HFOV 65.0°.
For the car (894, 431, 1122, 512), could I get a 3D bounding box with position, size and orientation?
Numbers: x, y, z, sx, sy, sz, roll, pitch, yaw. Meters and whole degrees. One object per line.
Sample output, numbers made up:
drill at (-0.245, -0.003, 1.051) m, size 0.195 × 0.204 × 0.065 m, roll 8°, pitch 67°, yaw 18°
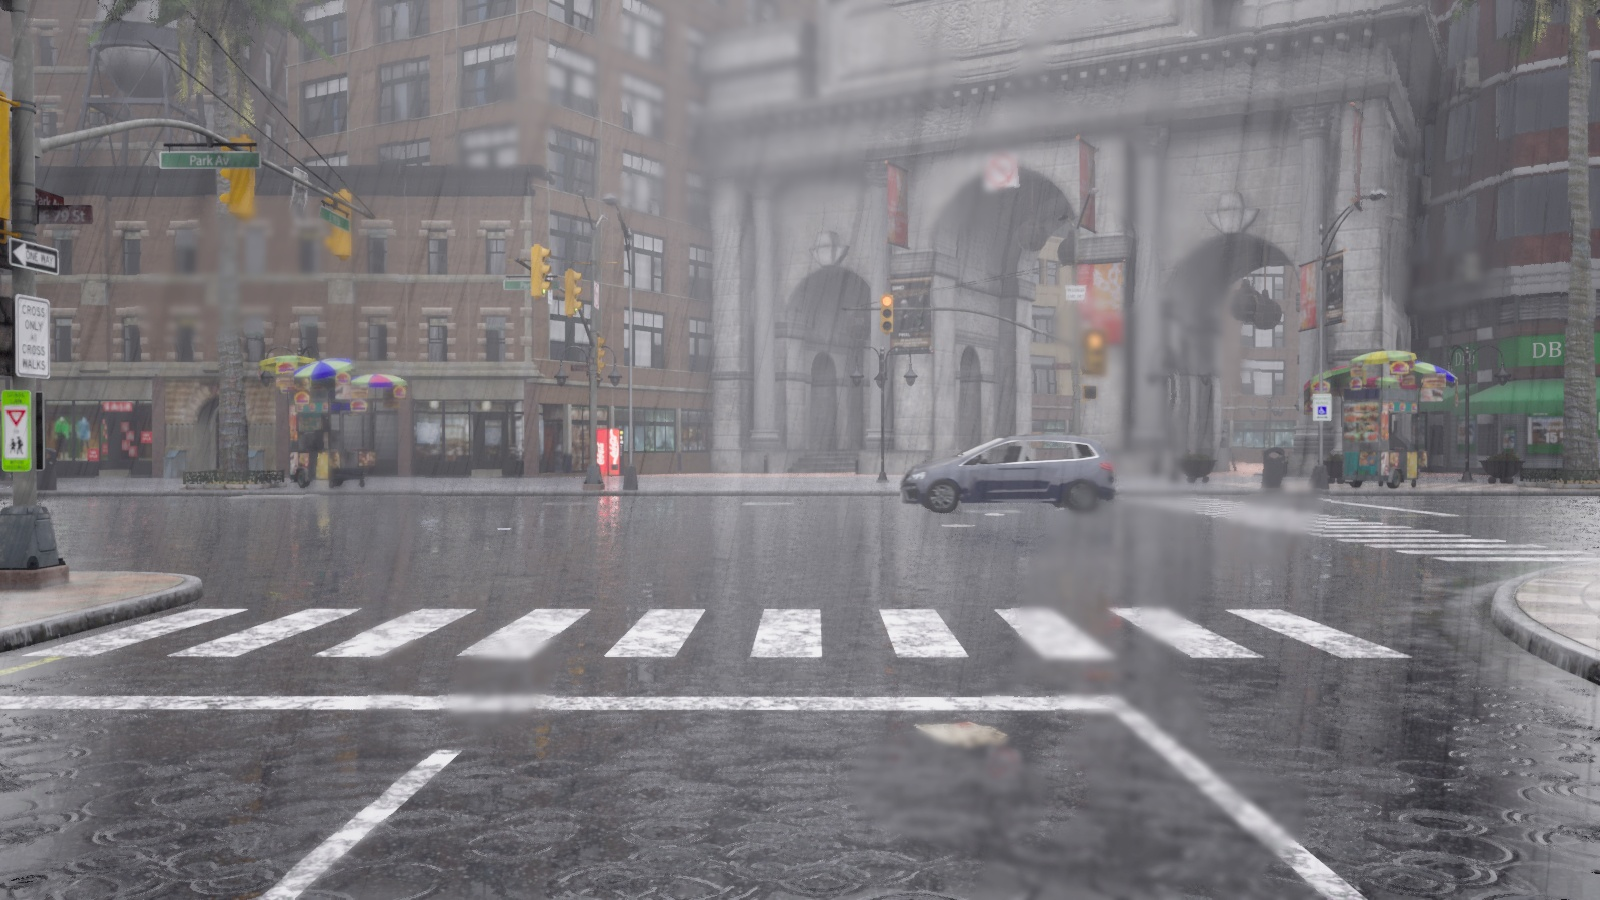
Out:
car at (4.409, 0.440, 27.263) m, size 4.611 × 1.667 × 2.242 m, roll 0°, pitch 0°, yaw 1°
